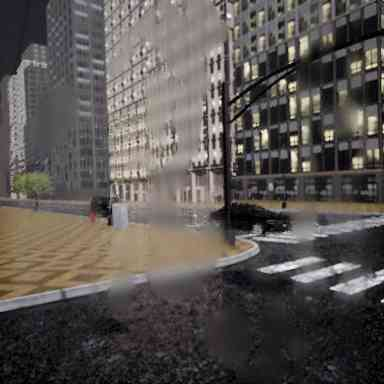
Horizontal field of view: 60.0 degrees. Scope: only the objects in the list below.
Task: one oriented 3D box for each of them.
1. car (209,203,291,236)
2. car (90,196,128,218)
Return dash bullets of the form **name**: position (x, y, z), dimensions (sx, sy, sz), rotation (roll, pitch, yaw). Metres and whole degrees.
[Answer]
- **car**: position (2.985, 1.375, 18.075), dimensions (1.882, 1.535, 5.008), rotation (-3, 1, -37)
- **car**: position (-8.468, 1.419, 33.457), dimensions (2.150, 2.045, 5.566), rotation (-3, 1, -37)
